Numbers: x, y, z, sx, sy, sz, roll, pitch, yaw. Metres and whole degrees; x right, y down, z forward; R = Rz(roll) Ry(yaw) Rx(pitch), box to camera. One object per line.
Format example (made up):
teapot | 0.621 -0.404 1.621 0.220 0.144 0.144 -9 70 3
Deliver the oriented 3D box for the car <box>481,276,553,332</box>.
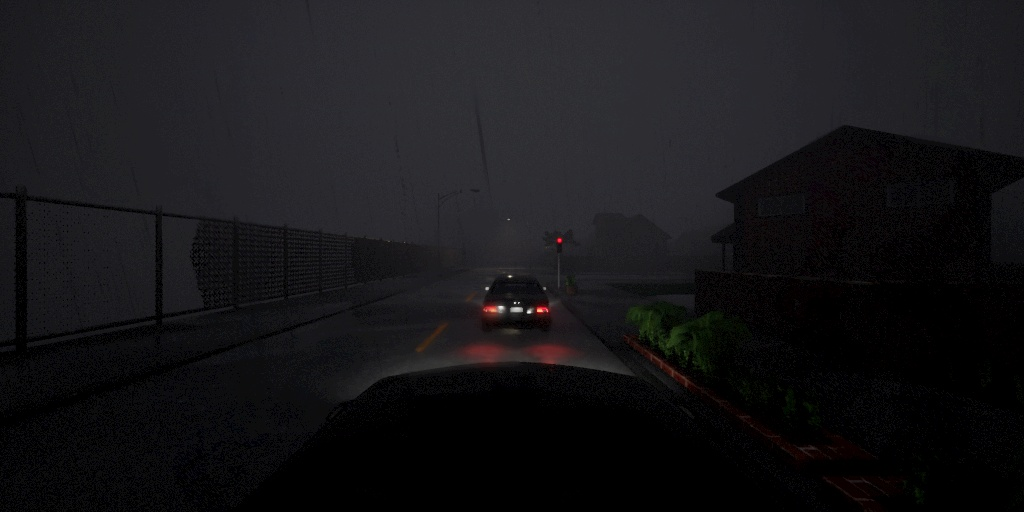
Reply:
car | 0.118 1.297 10.852 2.033 1.411 5.357 0 0 0
